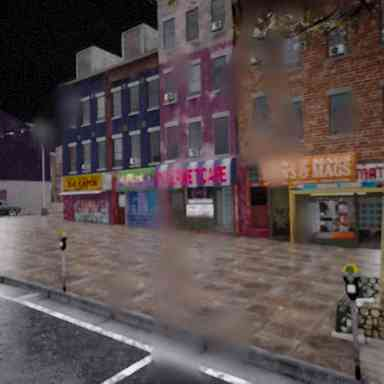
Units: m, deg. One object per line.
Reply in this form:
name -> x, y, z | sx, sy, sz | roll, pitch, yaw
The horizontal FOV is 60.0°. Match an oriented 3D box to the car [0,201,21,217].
car -> -18.081, 1.566, 29.984 | 1.837, 1.490, 4.892 | -2, -1, 36
